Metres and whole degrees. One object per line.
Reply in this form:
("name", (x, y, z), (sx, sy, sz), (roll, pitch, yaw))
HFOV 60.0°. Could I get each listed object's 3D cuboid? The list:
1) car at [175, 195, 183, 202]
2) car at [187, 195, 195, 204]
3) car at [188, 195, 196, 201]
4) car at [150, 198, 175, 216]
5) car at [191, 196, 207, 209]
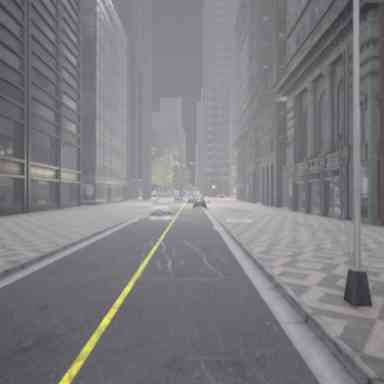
("car", (-2.962, 1.477, 75.210), (1.994, 1.385, 4.181), (0, 0, 0))
("car", (0.032, 1.627, 63.966), (1.812, 1.442, 4.674), (0, 0, 0))
("car", (0.043, 1.448, 83.367), (1.837, 1.490, 4.892), (0, 0, 0))
("car", (-3.067, 1.578, 33.738), (1.812, 1.442, 4.674), (0, 0, 0))
("car", (1.073, 1.597, 45.709), (1.812, 1.442, 4.674), (0, 0, 0))
